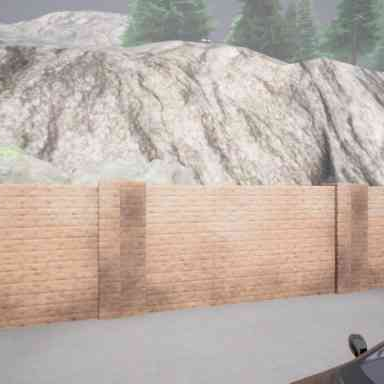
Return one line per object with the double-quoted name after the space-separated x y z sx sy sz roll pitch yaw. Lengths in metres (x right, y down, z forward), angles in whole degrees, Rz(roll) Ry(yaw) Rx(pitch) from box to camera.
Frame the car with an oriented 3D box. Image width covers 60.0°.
2.235 1.492 1.870 4.902 1.511 2.128 0 0 -18 "car"
